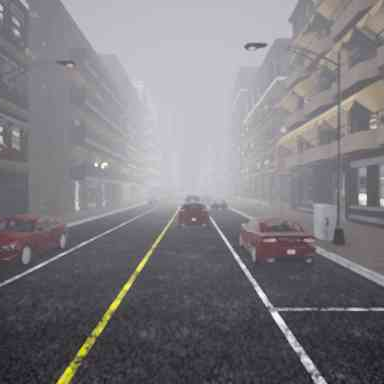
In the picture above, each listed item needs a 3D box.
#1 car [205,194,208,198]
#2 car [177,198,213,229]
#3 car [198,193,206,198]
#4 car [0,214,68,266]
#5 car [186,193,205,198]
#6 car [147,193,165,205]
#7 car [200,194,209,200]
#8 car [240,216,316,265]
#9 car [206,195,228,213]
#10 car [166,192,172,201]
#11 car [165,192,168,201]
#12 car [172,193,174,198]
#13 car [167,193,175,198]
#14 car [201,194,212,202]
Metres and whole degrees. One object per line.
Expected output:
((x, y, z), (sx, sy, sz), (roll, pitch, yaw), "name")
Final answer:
((2.679, 1.162, 56.492), (1.752, 1.417, 4.829), (0, 0, 0), "car")
((0.095, 1.345, 20.659), (1.882, 1.535, 5.008), (0, 0, 0), "car")
((2.671, 0.999, 90.140), (1.802, 1.307, 4.206), (0, 0, 0), "car")
((-5.692, 1.473, 11.236), (1.887, 1.381, 4.507), (0, 0, 0), "car")
((0.091, 1.105, 38.544), (2.097, 1.767, 4.553), (0, 0, 0), "car")
((-5.701, 1.225, 50.688), (2.008, 1.369, 4.403), (0, 0, 0), "car")
((2.675, 1.109, 73.231), (1.802, 1.307, 4.206), (0, 0, 0), "car")
((2.688, 1.472, 11.234), (1.887, 1.381, 4.507), (0, 0, 0), "car")
((2.684, 1.334, 33.778), (2.008, 1.369, 4.403), (0, 0, 0), "car")
((-5.705, 1.109, 67.597), (1.887, 1.381, 4.507), (0, 0, 0), "car")
((-5.703, 1.189, 56.325), (2.008, 1.369, 4.403), (0, 0, 0), "car")
((-5.706, 0.806, 78.868), (2.192, 1.841, 5.009), (0, 0, 0), "car")
((-5.709, 0.944, 89.971), (1.752, 1.417, 4.829), (0, 0, 0), "car")
((2.677, 1.166, 61.959), (1.947, 1.339, 4.313), (0, 0, 0), "car")
